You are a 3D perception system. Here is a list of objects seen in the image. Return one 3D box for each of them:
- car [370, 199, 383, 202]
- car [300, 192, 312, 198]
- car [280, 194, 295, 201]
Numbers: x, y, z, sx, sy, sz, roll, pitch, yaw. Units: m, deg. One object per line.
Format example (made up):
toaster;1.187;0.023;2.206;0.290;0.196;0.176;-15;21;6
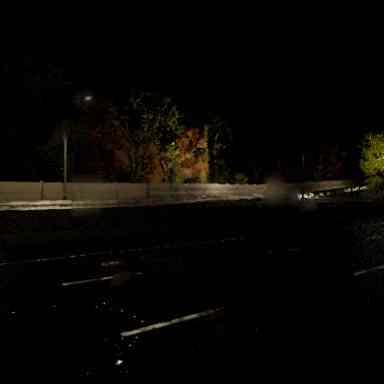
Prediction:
car;32.684;1.820;57.293;4.718;1.301;1.895;0;0;-35
car;28.135;0.678;81.567;1.812;1.442;4.674;0;2;33
car;19.629;1.055;68.221;2.033;1.411;5.357;0;1;31
